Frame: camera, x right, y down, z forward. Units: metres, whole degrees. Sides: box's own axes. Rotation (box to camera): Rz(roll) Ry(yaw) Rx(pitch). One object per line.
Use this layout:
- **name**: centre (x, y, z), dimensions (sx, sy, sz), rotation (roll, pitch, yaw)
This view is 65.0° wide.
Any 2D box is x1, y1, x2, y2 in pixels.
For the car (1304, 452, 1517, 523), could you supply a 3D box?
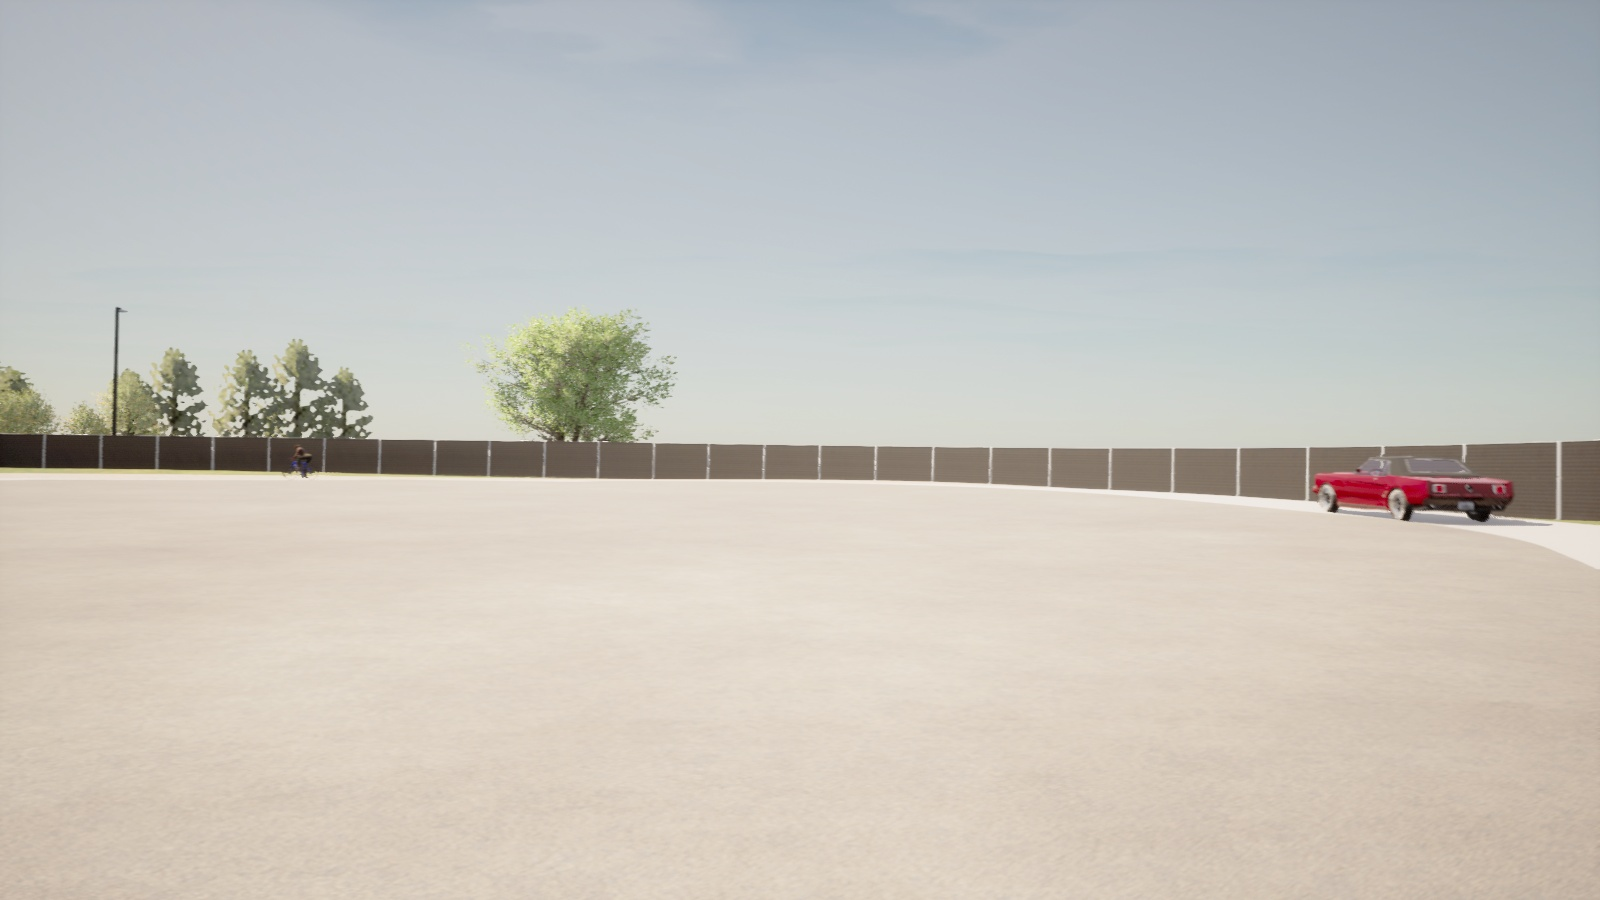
- **car**: centre (12.659, 0.719, 26.439), dimensions (1.895, 1.301, 4.718), rotation (1, 0, -4)

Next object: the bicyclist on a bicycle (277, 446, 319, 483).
- **bicyclist on a bicycle**: centre (-22.432, 0.651, 56.168), dimensions (1.656, 1.620, 0.582), rotation (0, -1, 4)
